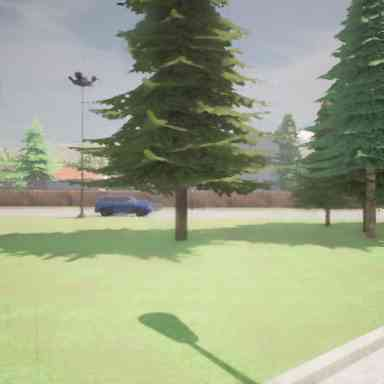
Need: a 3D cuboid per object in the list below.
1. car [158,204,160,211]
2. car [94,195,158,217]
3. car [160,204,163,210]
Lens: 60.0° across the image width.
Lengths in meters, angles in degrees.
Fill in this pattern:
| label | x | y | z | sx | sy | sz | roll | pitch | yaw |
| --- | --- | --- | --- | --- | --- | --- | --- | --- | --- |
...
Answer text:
| label | x | y | z | sx | sy | sz | roll | pitch | yaw |
| --- | --- | --- | --- | --- | --- | --- | --- | --- | --- |
| car | -6.248 | 1.661 | 35.294 | 4.892 | 1.490 | 1.837 | 0 | 0 | 2 |
| car | -6.460 | 1.348 | 31.802 | 5.566 | 2.045 | 2.150 | 0 | 0 | 2 |
| car | -6.197 | 1.758 | 38.795 | 4.718 | 1.301 | 1.895 | 0 | 0 | 2 |
